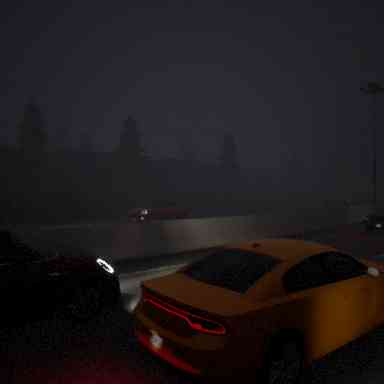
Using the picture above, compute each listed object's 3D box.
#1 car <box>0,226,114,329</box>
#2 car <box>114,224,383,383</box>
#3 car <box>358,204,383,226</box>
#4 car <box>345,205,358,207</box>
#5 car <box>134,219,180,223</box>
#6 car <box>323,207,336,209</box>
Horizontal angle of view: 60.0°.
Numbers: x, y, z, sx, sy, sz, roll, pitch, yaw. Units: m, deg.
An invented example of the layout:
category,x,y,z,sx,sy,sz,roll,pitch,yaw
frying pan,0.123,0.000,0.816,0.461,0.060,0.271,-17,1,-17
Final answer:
category,x,y,z,sx,sy,sz,roll,pitch,yaw
car,-3.581,1.370,5.697,4.553,1.767,2.097,0,0,-36
car,1.556,1.485,5.198,5.008,1.535,1.882,0,0,-38
car,11.263,1.539,18.842,1.812,1.442,4.674,0,0,44
car,19.646,1.558,38.129,1.812,1.442,4.674,0,0,43
car,-2.518,1.403,25.059,4.553,1.767,2.097,0,0,-45
car,18.031,1.606,41.518,1.994,1.385,4.181,0,0,43
